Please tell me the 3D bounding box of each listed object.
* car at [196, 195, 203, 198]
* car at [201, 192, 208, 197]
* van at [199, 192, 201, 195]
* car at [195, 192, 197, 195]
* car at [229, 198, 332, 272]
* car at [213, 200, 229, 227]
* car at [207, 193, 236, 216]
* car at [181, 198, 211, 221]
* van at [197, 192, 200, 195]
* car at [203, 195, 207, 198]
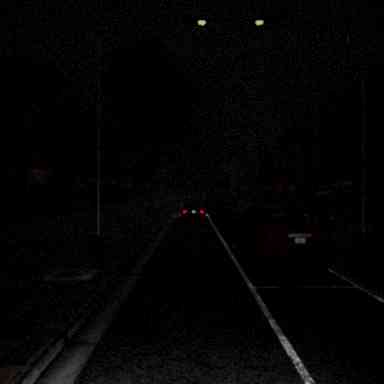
[{"bbox_3d":[0.099,1.389,42.241,1.895,1.301,4.718,0,0,0],"label":"car"},{"bbox_3d":[2.650,1.096,43.780,2.192,1.841,5.009,1,0,0],"label":"car"},{"bbox_3d":[2.649,1.037,60.403,1.690,1.788,3.998,1,0,0],"label":"van"},{"bbox_3d":[2.647,0.986,93.646,1.967,1.590,4.097,1,0,0],"label":"car"},{"bbox_3d":[2.650,1.263,10.535,2.192,1.841,5.009,1,0,0],"label":"car"},{"bbox_3d":[2.647,1.459,21.618,1.947,1.339,4.313,1,0,0],"label":"car"},{"bbox_3d":[2.650,1.180,27.157,2.192,1.841,5.009,1,0,0],"label":"car"},{"bbox_3d":[0.100,1.419,25.634,2.033,1.411,5.357,0,0,0],"label":"car"},{"bbox_3d":[2.648,0.932,82.564,1.690,1.788,3.998,1,0,0],"label":"van"},{"bbox_3d":[2.647,1.354,38.240,1.887,1.381,4.507,1,0,0],"label":"car"}]
